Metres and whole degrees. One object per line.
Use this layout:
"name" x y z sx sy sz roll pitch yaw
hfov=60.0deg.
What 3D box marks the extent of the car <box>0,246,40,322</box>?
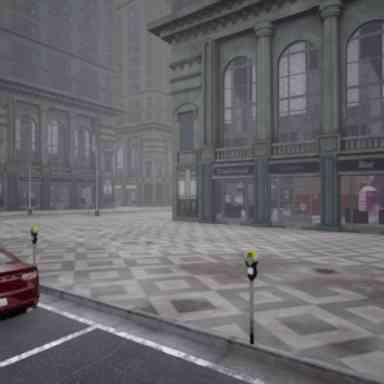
"car" -4.714 1.545 6.317 4.507 1.381 1.887 0 0 35
